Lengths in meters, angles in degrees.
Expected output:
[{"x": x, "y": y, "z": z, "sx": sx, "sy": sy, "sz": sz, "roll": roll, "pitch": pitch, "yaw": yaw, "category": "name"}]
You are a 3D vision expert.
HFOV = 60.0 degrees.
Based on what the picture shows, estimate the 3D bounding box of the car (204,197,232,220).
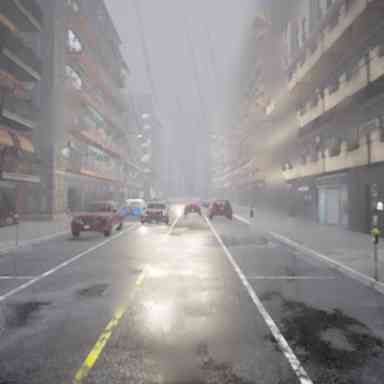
[{"x": 2.557, "y": 1.551, "z": 30.721, "sx": 2.192, "sy": 1.841, "sz": 5.009, "roll": 1, "pitch": 0, "yaw": 0, "category": "car"}]

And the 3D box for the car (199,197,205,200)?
[{"x": 2.538, "y": 1.976, "z": 53.403, "sx": 1.947, "sy": 1.339, "sz": 4.313, "roll": 1, "pitch": 0, "yaw": 0, "category": "car"}]

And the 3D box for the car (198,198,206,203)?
[{"x": 2.515, "y": 2.223, "z": 87.426, "sx": 1.887, "sy": 1.381, "sz": 4.507, "roll": 1, "pitch": 0, "yaw": 0, "category": "car"}]

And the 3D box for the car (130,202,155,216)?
[{"x": -5.330, "y": 1.830, "z": 36.355, "sx": 2.008, "sy": 1.369, "sz": 4.403, "roll": 1, "pitch": 0, "yaw": 0, "category": "car"}]

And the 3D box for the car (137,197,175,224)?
[{"x": -2.767, "y": 1.554, "z": 26.312, "sx": 2.097, "sy": 1.767, "sz": 4.553, "roll": 0, "pitch": 0, "yaw": 0, "category": "car"}]

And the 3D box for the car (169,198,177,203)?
[{"x": -5.369, "y": 2.274, "z": 93.062, "sx": 2.008, "sy": 1.369, "sz": 4.403, "roll": 1, "pitch": 0, "yaw": 0, "category": "car"}]

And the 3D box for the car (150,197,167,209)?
[{"x": -5.339, "y": 1.726, "z": 53.370, "sx": 2.192, "sy": 1.841, "sz": 5.009, "roll": 1, "pitch": 0, "yaw": 0, "category": "car"}]

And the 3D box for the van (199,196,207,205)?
[{"x": 2.525, "y": 1.929, "z": 76.087, "sx": 1.690, "sy": 1.788, "sz": 3.998, "roll": 1, "pitch": 0, "yaw": 0, "category": "van"}]

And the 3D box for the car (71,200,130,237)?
[{"x": -5.315, "y": 1.464, "z": 19.345, "sx": 2.192, "sy": 1.841, "sz": 5.009, "roll": 1, "pitch": 0, "yaw": 0, "category": "car"}]

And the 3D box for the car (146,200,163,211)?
[{"x": -5.338, "y": 1.917, "z": 47.697, "sx": 2.008, "sy": 1.369, "sz": 4.403, "roll": 1, "pitch": 0, "yaw": 0, "category": "car"}]

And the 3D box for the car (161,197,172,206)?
[{"x": -5.352, "y": 1.984, "z": 70.380, "sx": 1.967, "sy": 1.590, "sz": 4.097, "roll": 1, "pitch": 0, "yaw": 0, "category": "car"}]

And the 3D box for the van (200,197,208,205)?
[{"x": 2.529, "y": 1.885, "z": 70.417, "sx": 1.690, "sy": 1.788, "sz": 3.998, "roll": 1, "pitch": 0, "yaw": 0, "category": "van"}]

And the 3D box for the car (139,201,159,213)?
[{"x": -5.334, "y": 1.889, "z": 42.026, "sx": 1.947, "sy": 1.339, "sz": 4.313, "roll": 1, "pitch": 0, "yaw": 0, "category": "car"}]

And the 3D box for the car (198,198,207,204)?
[{"x": 2.519, "y": 2.199, "z": 81.756, "sx": 1.947, "sy": 1.339, "sz": 4.313, "roll": 1, "pitch": 0, "yaw": 0, "category": "car"}]

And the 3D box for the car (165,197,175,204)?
[{"x": -5.360, "y": 2.073, "z": 81.722, "sx": 1.967, "sy": 1.590, "sz": 4.097, "roll": 1, "pitch": 0, "yaw": 0, "category": "car"}]

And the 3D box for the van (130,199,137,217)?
[{"x": -5.323, "y": 1.577, "z": 30.686, "sx": 1.690, "sy": 1.788, "sz": 3.998, "roll": 1, "pitch": 0, "yaw": 0, "category": "van"}]

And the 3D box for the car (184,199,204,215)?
[{"x": 0.075, "y": 1.818, "z": 38.098, "sx": 1.812, "sy": 1.442, "sz": 4.674, "roll": 0, "pitch": 0, "yaw": 0, "category": "car"}]

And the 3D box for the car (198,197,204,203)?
[{"x": 2.511, "y": 2.250, "z": 93.267, "sx": 1.752, "sy": 1.417, "sz": 4.829, "roll": 1, "pitch": 0, "yaw": 0, "category": "car"}]
